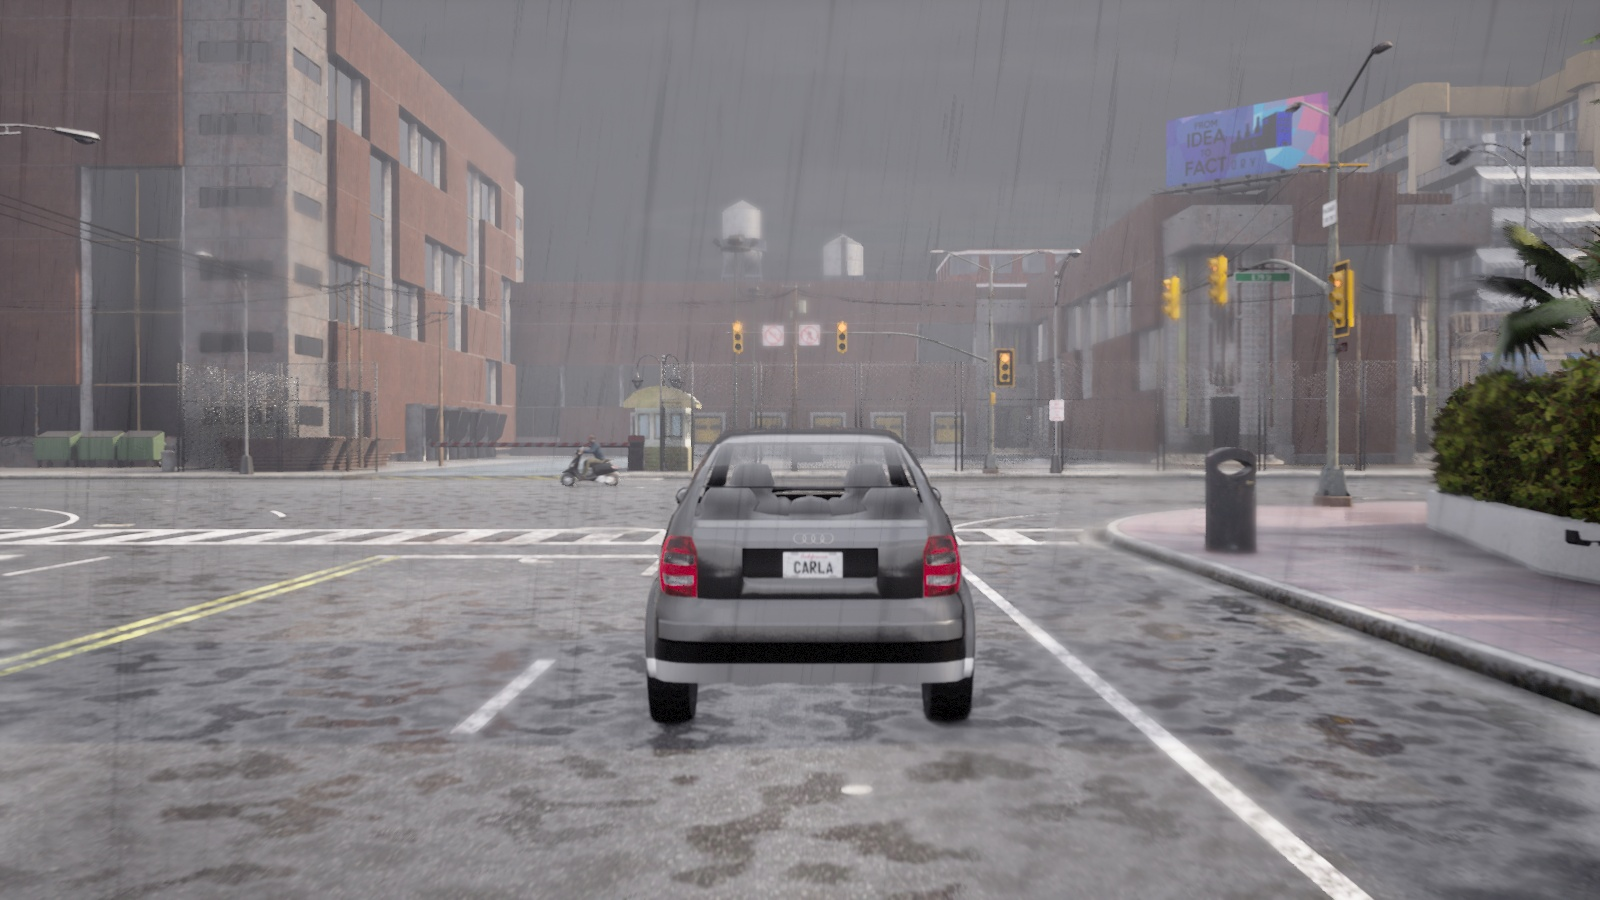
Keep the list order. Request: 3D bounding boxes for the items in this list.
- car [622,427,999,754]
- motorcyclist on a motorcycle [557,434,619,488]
[{"bbox_3d":[0.054,0.648,7.811,1.789,1.549,3.705,0,1,0],"label":"car"},{"bbox_3d":[-6.414,0.326,37.976,1.817,1.590,0.866,0,0,-12],"label":"motorcyclist on a motorcycle"}]
